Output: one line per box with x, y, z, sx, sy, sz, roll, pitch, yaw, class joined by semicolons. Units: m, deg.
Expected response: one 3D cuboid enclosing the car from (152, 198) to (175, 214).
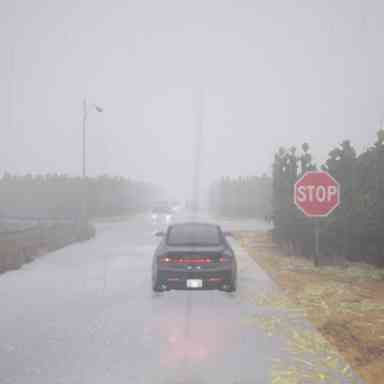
-3.277;1.661;36.829;1.837;1.490;4.892;0;0;0;car

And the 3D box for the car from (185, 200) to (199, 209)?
-0.006;1.779;49.429;1.895;1.301;4.718;0;0;0;car

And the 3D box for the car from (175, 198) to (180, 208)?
-3.301;1.697;53.052;1.882;1.535;5.008;0;-1;0;car

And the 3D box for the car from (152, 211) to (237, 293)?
0.057;1.506;8.863;1.837;1.490;4.892;0;0;0;car
